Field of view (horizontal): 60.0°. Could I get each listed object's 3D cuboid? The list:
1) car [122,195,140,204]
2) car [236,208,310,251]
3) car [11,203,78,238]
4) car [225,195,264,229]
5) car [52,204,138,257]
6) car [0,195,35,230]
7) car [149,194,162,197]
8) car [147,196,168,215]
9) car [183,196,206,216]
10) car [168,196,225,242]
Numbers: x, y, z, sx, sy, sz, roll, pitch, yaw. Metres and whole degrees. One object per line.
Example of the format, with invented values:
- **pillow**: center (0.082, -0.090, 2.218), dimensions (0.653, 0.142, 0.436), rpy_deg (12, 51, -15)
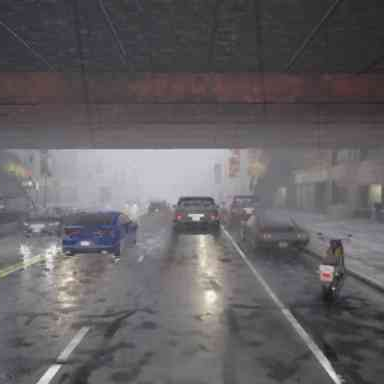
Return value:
- **car**: center (-10.442, 1.459, 58.235), dimensions (1.812, 1.442, 4.674), rpy_deg (0, 0, 0)
- **car**: center (3.226, 1.579, 13.987), dimensions (1.895, 1.301, 4.718), rpy_deg (0, 0, 0)
- **car**: center (-7.001, 1.472, 17.472), dimensions (2.128, 1.511, 4.902), rpy_deg (0, 0, 0)
- **car**: center (3.181, 1.204, 21.383), dimensions (2.435, 2.045, 5.566), rpy_deg (0, 0, 0)
- **car**: center (-3.330, 1.463, 12.908), dimensions (1.882, 1.535, 5.008), rpy_deg (0, 0, 1)
- **car**: center (-10.499, 1.202, 17.303), dimensions (2.150, 2.045, 5.566), rpy_deg (0, 0, 0)
- **car**: center (-6.932, 1.409, 59.492), dimensions (1.882, 1.535, 5.008), rpy_deg (0, 0, 0)
- **car**: center (-3.276, 1.466, 33.524), dimensions (1.837, 1.490, 4.892), rpy_deg (0, 0, 0)
- **car**: center (0.223, 1.314, 33.166), dimensions (2.097, 1.767, 4.553), rpy_deg (0, 0, 0)
- **car**: center (0.197, 1.202, 16.455), dimensions (2.150, 2.045, 5.566), rpy_deg (0, 0, 0)
